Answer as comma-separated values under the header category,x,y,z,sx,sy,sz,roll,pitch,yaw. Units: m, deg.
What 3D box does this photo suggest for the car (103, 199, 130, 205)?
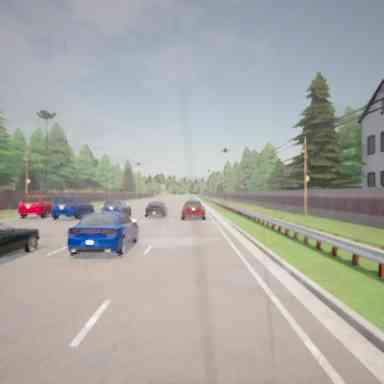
category,x,y,z,sx,sy,sz,roll,pitch,yaw
car,-6.968,1.469,30.874,2.097,1.767,4.553,0,0,0

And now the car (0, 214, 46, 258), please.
category,x,y,z,sx,sy,sz,roll,pitch,yaw
car,-6.899,1.642,10.985,1.895,1.301,4.718,0,0,0

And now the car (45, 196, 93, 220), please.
category,x,y,z,sx,sy,sz,roll,pitch,yaw
car,-10.482,1.336,29.463,2.150,2.045,5.566,0,0,0

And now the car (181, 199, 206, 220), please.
category,x,y,z,sx,sy,sz,roll,pitch,yaw
car,0.105,1.467,29.856,2.097,1.767,4.553,0,0,0

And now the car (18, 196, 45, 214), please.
category,x,y,z,sx,sy,sz,roll,pitch,yaw
car,-13.966,1.341,31.049,2.150,2.045,5.566,0,0,1

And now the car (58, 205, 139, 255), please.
category,x,y,z,sx,sy,sz,roll,pitch,yaw
car,-3.398,1.529,13.517,1.882,1.535,5.008,0,0,0

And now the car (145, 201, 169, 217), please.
category,x,y,z,sx,sy,sz,roll,pitch,yaw
car,-3.446,1.632,32.768,1.837,1.490,4.892,0,0,1

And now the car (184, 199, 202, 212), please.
category,x,y,z,sx,sy,sz,roll,pitch,yaw
car,0.111,1.659,43.283,2.128,1.511,4.902,0,0,0
